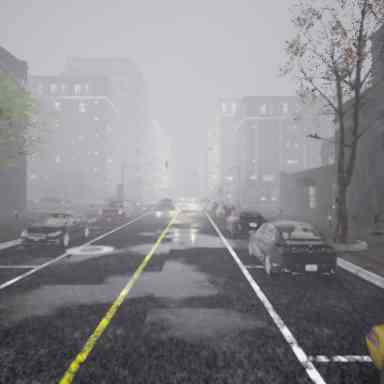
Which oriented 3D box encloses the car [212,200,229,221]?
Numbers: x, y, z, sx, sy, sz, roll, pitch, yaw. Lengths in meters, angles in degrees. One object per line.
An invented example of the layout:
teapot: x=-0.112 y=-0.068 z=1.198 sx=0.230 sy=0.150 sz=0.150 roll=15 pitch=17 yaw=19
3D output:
car: x=2.821 y=1.560 z=26.520 sx=1.802 sy=1.307 sz=4.206 roll=0 pitch=0 yaw=0

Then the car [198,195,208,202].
car: x=2.792 y=1.399 z=72.993 sx=1.967 sy=1.590 sz=4.097 roll=0 pitch=0 yaw=0

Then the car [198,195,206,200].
car: x=2.676 y=1.526 z=89.984 sx=1.947 sy=1.339 sz=4.313 roll=0 pitch=0 yaw=0

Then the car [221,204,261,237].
car: x=2.823 y=1.550 z=17.519 sx=1.947 sy=1.339 sz=4.313 roll=0 pitch=0 yaw=0

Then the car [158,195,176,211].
car: x=-3.028 y=1.448 z=40.455 sx=1.882 sy=1.535 sz=5.008 roll=0 pitch=0 yaw=0

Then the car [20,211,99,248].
car: x=-5.809 y=1.537 z=14.599 sx=2.008 sy=1.369 sz=4.403 roll=1 pitch=0 yaw=0

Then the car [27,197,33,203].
car: x=-25.689 y=1.018 z=48.875 sx=4.507 sy=1.381 sz=1.887 roll=1 pitch=-2 yaw=-1

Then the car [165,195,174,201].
car: x=-5.703 y=1.510 z=84.316 sx=2.008 sy=1.369 sz=4.403 roll=0 pitch=0 yaw=0

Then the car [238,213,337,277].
car: x=2.796 y=1.542 z=9.974 sx=2.008 sy=1.369 sz=4.403 roll=0 pitch=0 yaw=0

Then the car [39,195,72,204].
car: x=-20.007 y=1.125 z=48.853 sx=4.507 sy=1.381 sz=1.887 roll=1 pitch=-2 yaw=-1

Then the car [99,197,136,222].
car: x=-5.817 y=1.418 z=25.418 sx=1.967 sy=1.590 sz=4.097 roll=1 pitch=0 yaw=0

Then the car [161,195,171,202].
car: x=-5.791 y=1.503 z=74.213 sx=1.887 sy=1.381 sz=4.507 roll=0 pitch=0 yaw=0

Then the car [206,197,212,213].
car: x=2.819 y=1.517 z=35.522 sx=1.887 sy=1.381 sz=4.507 roll=0 pitch=0 yaw=0

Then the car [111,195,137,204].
car: x=-11.062 y=1.291 z=51.693 sx=5.008 sy=1.535 sz=1.882 roll=2 pitch=0 yaw=-1

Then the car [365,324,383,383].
car: x=2.758 y=1.524 z=1.753 sx=1.752 sy=1.417 sz=4.829 roll=0 pitch=0 yaw=0
